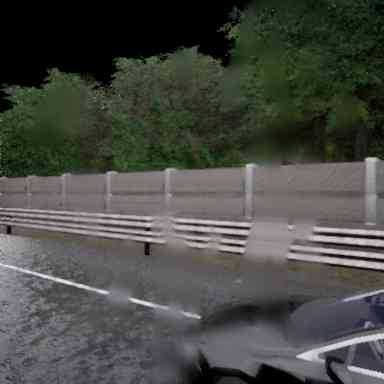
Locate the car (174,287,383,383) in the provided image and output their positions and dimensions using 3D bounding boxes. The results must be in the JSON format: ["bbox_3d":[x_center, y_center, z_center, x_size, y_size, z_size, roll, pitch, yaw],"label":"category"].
[{"bbox_3d":[2.083,1.493,2.510,4.902,1.511,2.128,0,0,36],"label":"car"}]
